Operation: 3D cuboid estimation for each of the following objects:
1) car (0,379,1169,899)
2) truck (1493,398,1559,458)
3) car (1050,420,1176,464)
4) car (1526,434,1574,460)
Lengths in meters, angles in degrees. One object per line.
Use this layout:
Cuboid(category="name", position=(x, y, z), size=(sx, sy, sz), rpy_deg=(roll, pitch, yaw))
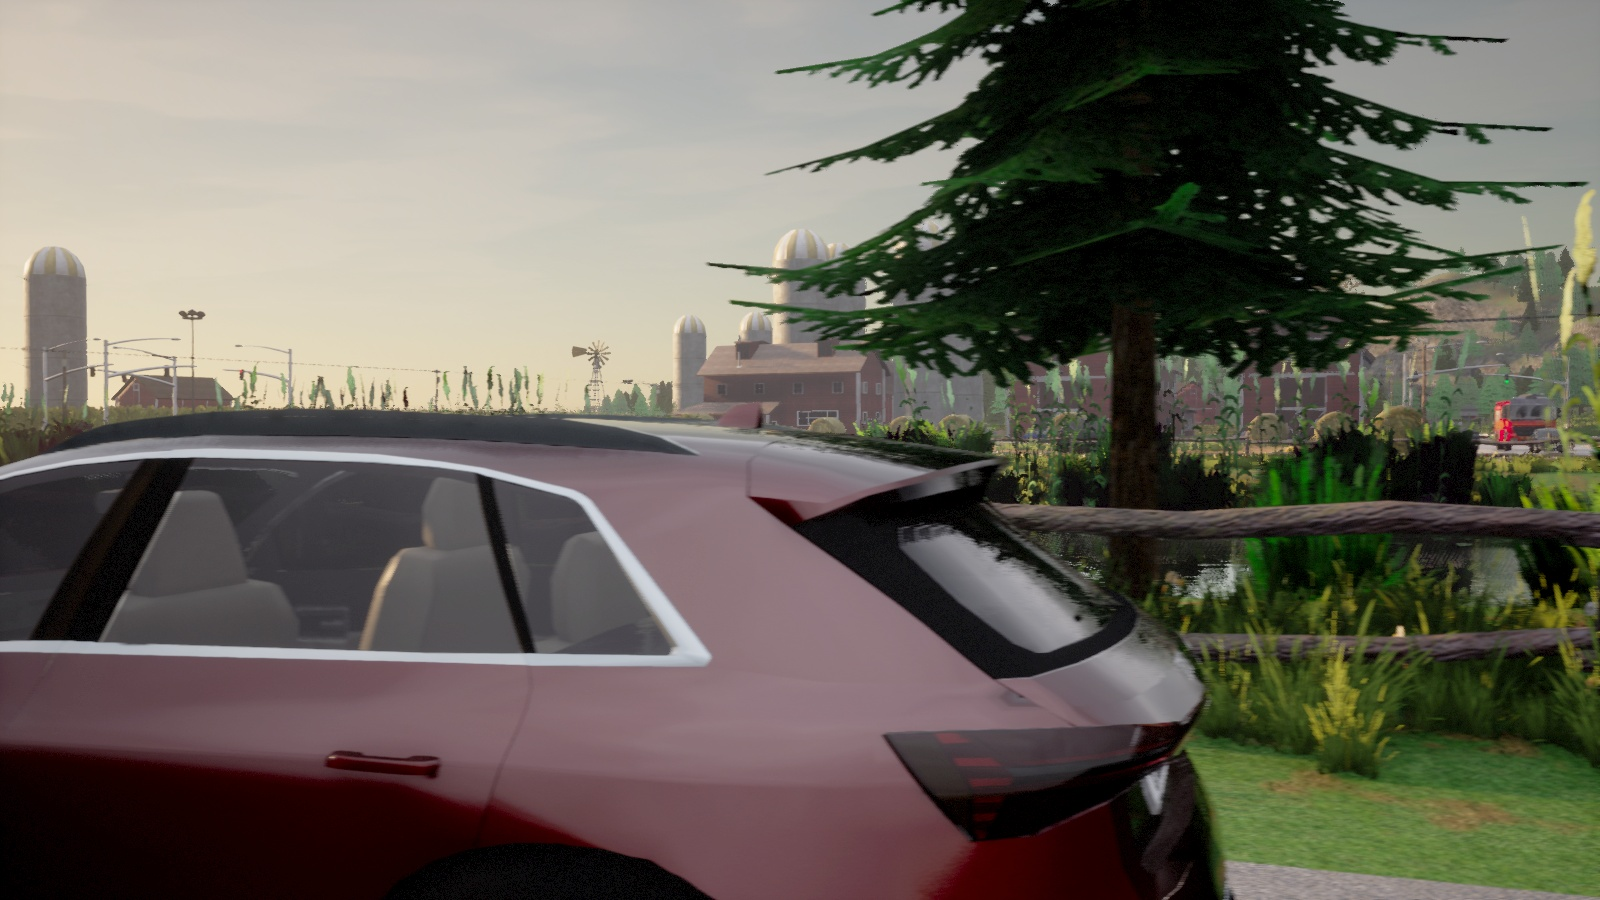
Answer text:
Cuboid(category="car", position=(-1.577, 0.696, 3.407), size=(4.856, 1.649, 2.033), rpy_deg=(1, 1, 19))
Cuboid(category="truck", position=(49.043, -1.513, 85.055), size=(2.891, 3.827, 8.468), rpy_deg=(1, 1, 24))
Cuboid(category="car", position=(15.178, -0.405, 60.941), size=(5.566, 2.045, 2.150), rpy_deg=(1, 1, 27))
Cuboid(category="car", position=(44.335, -0.188, 74.351), size=(1.837, 1.490, 4.892), rpy_deg=(1, 1, 24))
